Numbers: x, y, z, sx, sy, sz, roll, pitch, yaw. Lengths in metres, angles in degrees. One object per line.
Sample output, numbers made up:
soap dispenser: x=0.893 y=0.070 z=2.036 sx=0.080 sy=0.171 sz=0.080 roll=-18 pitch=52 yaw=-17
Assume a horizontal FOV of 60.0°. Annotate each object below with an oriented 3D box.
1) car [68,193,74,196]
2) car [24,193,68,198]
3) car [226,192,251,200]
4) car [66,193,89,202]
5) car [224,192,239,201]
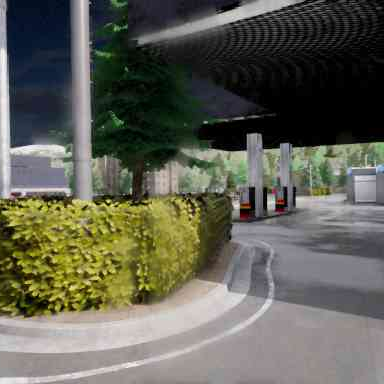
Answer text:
car: x=-24.237 y=1.124 z=63.879 sx=3.866 sy=1.878 sz=1.905 roll=-1 pitch=1 yaw=35
car: x=-14.770 y=1.183 z=33.590 sx=3.866 sy=1.878 sz=1.905 roll=-1 pitch=1 yaw=35
car: x=9.212 y=0.812 z=66.501 sx=4.514 sy=1.523 sz=2.007 roll=-1 pitch=1 yaw=35
car: x=-22.891 y=1.103 z=66.488 sx=4.605 sy=1.855 sz=1.932 roll=-1 pitch=1 yaw=35
car: x=7.439 y=0.851 z=63.912 sx=5.027 sy=1.636 sz=2.152 roll=-1 pitch=1 yaw=35
